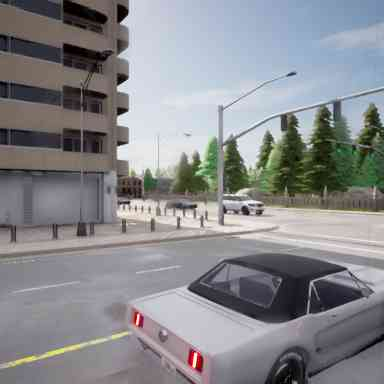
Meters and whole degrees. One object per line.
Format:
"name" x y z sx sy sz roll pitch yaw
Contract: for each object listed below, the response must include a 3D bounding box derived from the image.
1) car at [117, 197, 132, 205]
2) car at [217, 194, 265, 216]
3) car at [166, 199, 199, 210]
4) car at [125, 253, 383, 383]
"car" -12.545 1.603 58.769 2.033 1.411 5.357 0 0 -35
"car" 4.967 1.278 34.293 2.150 2.045 5.566 0 0 -36
"car" -1.370 1.603 43.101 2.033 1.411 5.357 0 0 -36
"car" 1.567 1.601 4.897 4.718 1.301 1.895 0 0 -35
